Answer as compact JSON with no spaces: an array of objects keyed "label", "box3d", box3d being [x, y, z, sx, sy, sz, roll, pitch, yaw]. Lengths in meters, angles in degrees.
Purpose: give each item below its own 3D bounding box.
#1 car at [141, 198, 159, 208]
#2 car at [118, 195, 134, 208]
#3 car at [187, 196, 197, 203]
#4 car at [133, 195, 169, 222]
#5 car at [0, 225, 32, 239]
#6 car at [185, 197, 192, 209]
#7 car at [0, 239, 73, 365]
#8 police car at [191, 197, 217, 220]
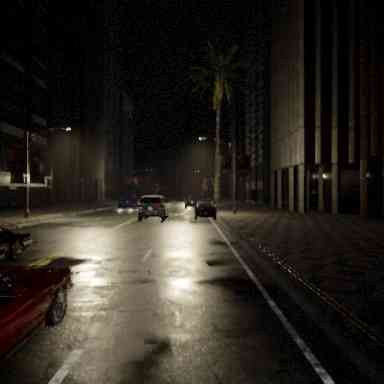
[{"label":"car","box3d":[-6.559,1.683,52.570,2.128,1.511,4.902,0,0,0]},{"label":"car","box3d":[-9.811,1.409,51.025,2.150,2.045,5.566,0,0,0]},{"label":"car","box3d":[0.002,1.686,72.277,2.033,1.411,5.357,0,0,0]},{"label":"car","box3d":[-3.149,1.312,27.696,2.150,2.045,5.566,0,0,0]},{"label":"car","box3d":[-6.600,1.631,9.534,1.895,1.301,4.718,0,0,0]},{"label":"car","box3d":[0.021,1.528,49.138,2.097,1.767,4.553,0,0,0]},{"label":"car","box3d":[-3.151,1.614,4.143,1.895,1.301,4.718,0,0,0]},{"label":"police car","box3d":[1.138,1.524,29.615,1.930,1.638,5.238,0,0,0]}]
